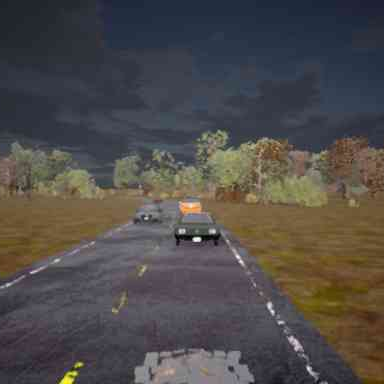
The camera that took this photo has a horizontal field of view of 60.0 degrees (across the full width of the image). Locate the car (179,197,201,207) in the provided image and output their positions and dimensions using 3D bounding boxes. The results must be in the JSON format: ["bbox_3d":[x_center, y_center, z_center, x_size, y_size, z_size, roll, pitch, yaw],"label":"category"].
[{"bbox_3d":[-0.207,1.352,33.033,2.097,1.767,4.553,0,0,-3],"label":"car"}]

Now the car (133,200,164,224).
[{"bbox_3d":[-3.084,1.562,24.269,1.994,1.385,4.181,0,0,-1],"label":"car"}]

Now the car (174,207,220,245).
[{"bbox_3d":[0.209,1.602,15.486,1.895,1.301,4.718,0,0,0],"label":"car"}]

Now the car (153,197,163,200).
[{"bbox_3d":[-6.820,1.587,66.305,1.895,1.301,4.718,0,0,-9],"label":"car"}]
